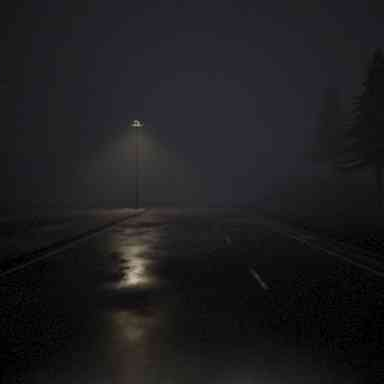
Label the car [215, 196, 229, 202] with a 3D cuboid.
[{"bbox_3d":[8.182,1.742,90.607,2.097,1.767,4.553,0,0,-29],"label":"car"}]
